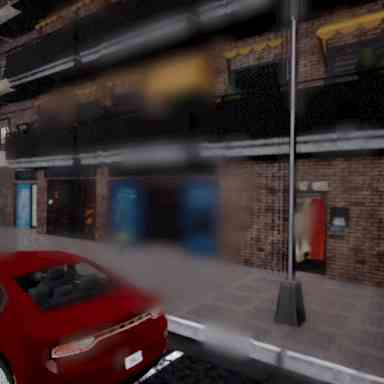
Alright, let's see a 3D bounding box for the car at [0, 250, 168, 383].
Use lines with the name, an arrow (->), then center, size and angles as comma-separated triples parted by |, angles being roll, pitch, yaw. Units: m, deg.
car -> -2.390, 1.490, 4.579 | 4.507, 1.381, 1.887 | 1, 1, 35
